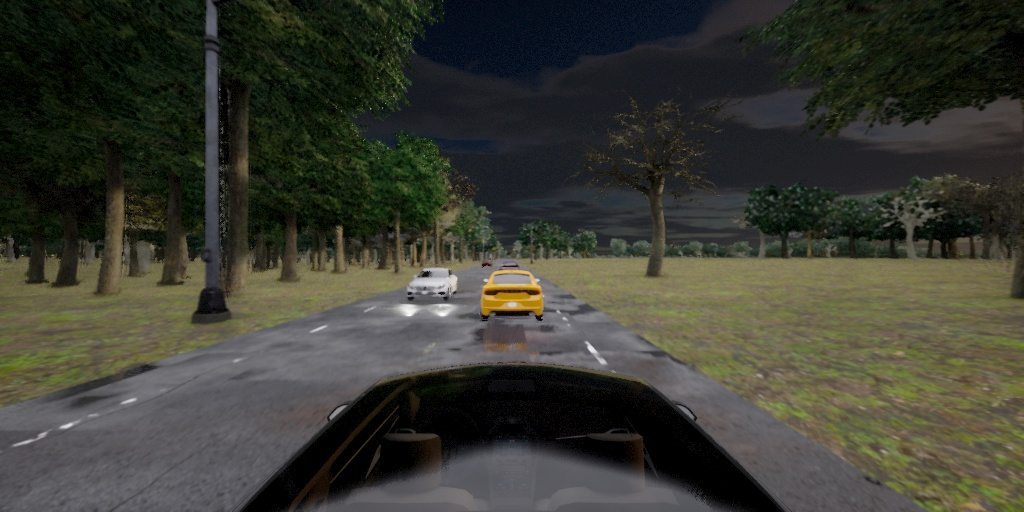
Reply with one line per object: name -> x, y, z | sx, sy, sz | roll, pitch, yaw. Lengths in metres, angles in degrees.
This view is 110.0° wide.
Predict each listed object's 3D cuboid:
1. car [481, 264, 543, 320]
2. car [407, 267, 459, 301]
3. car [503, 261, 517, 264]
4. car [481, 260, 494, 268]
car -> -0.009, 1.231, 12.692 | 1.882, 1.535, 5.008 | 0, 0, 0
car -> -3.745, 1.287, 17.618 | 1.812, 1.442, 4.674 | 0, 0, -1
car -> -0.198, 1.245, 33.220 | 2.128, 1.511, 4.902 | 0, 0, -1
car -> -4.058, 1.279, 59.757 | 1.895, 1.301, 4.718 | 0, 0, -1
